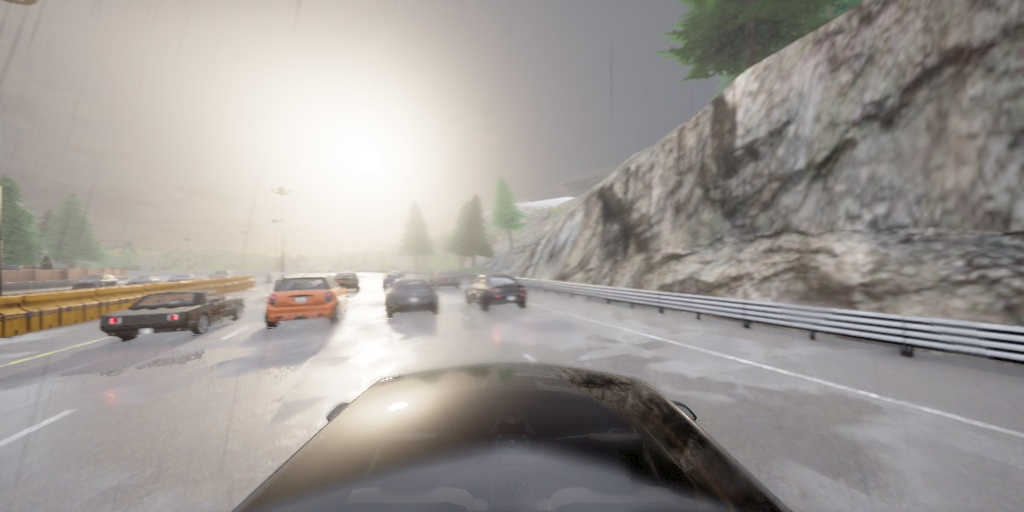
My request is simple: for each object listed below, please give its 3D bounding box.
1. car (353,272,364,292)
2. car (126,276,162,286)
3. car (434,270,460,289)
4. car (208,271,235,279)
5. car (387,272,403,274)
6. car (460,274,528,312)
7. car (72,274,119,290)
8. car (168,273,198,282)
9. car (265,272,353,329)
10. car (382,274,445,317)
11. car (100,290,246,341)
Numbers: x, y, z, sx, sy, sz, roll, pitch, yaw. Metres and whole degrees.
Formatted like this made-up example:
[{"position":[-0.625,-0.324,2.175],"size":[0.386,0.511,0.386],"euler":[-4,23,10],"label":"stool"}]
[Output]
[{"position":[-12.620,1.948,27.538],"size":[1.837,1.490,4.892],"euler":[-1,0,-20],"label":"car"},{"position":[-42.157,2.967,41.168],"size":[1.994,1.385,4.181],"euler":[-1,-1,-29],"label":"car"},{"position":[-5.273,1.803,27.863],"size":[2.033,1.411,5.357],"euler":[-1,-1,-20],"label":"car"},{"position":[-36.190,2.653,44.806],"size":[2.097,1.767,4.553],"euler":[-1,-1,-29],"label":"car"},{"position":[-9.408,1.943,28.943],"size":[1.994,1.385,4.181],"euler":[-1,-1,-20],"label":"car"},{"position":[-0.776,1.493,15.652],"size":[1.812,1.442,4.674],"euler":[-1,-1,-20],"label":"car"},{"position":[-44.738,2.788,38.592],"size":[2.097,1.767,4.553],"euler":[-1,-1,-29],"label":"car"},{"position":[-38.870,2.814,42.450],"size":[1.882,1.535,5.008],"euler":[-1,-1,-29],"label":"car"},{"position":[-7.394,1.458,13.366],"size":[2.097,1.767,4.553],"euler":[-1,-1,-20],"label":"car"},{"position":[-4.250,1.612,14.983],"size":[1.994,1.385,4.181],"euler":[-1,-1,-20],"label":"car"},{"position":[-10.503,1.765,11.673],"size":[1.895,1.301,4.718],"euler":[-1,-1,-19],"label":"car"}]
